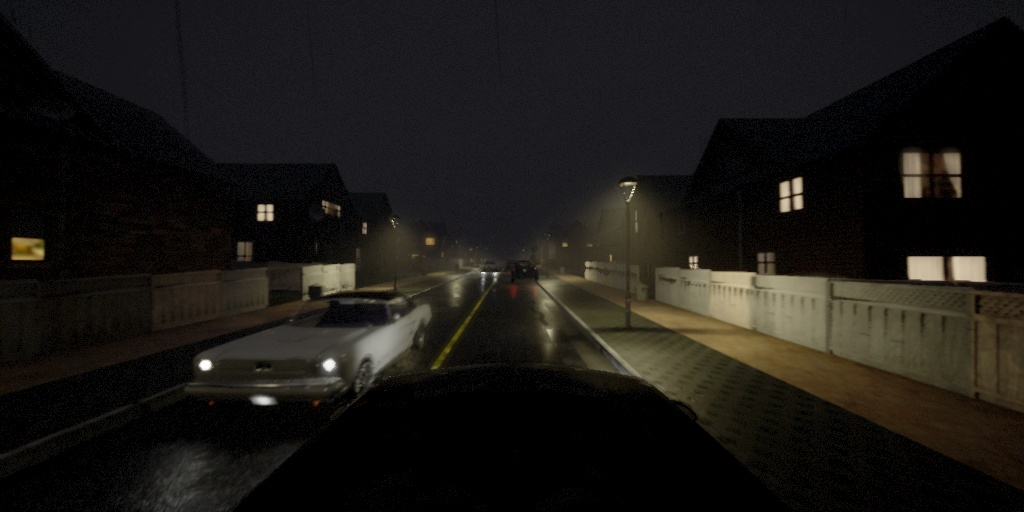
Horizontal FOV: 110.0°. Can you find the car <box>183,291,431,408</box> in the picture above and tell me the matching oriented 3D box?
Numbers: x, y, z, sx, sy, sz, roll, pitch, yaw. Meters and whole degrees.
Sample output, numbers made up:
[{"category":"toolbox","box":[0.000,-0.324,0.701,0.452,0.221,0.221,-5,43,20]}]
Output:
[{"category":"car","box":[-2.853,1.351,6.320,1.895,1.301,4.718,0,0,0]}]

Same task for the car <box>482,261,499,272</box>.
[{"category":"car","box":[-2.854,1.323,46.768,1.812,1.442,4.674,0,0,0]}]

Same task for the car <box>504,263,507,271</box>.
[{"category":"car","box":[-0.005,1.310,49.099,1.837,1.490,4.892,0,0,0]}]

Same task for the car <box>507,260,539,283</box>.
[{"category":"car","box":[0.917,1.089,28.181,2.097,1.767,4.553,-2,0,0]}]
